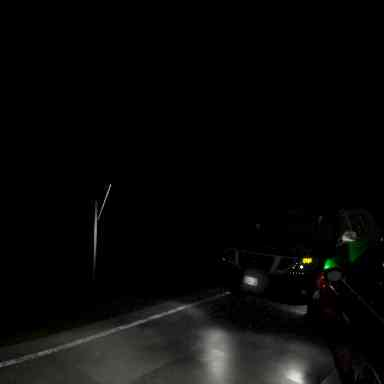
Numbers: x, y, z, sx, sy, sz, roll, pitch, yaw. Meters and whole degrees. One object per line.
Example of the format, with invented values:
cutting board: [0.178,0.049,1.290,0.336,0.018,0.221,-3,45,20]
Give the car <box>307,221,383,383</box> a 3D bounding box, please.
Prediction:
car: [2.752,1.441,3.871,2.097,1.767,4.553,1,-1,13]

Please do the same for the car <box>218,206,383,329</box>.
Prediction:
car: [3.010,1.395,8.237,2.150,2.045,5.566,0,-2,43]
